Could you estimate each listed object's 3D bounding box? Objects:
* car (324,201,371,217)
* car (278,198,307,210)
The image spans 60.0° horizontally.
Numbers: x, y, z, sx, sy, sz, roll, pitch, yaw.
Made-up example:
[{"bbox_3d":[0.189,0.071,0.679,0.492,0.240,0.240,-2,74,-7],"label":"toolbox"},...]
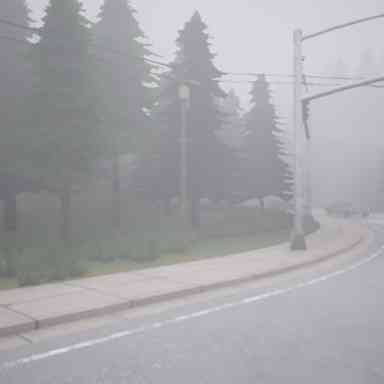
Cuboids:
[{"bbox_3d":[13.866,1.506,29.907,1.895,1.301,4.718,0,0,-5],"label":"car"},{"bbox_3d":[11.417,1.439,39.963,2.033,1.411,5.357,0,0,-25],"label":"car"}]
